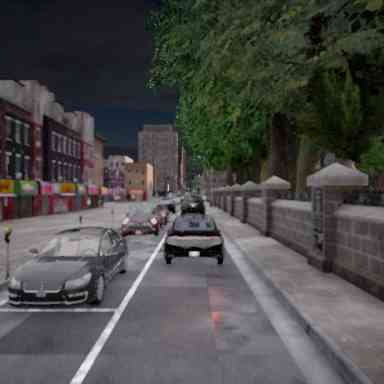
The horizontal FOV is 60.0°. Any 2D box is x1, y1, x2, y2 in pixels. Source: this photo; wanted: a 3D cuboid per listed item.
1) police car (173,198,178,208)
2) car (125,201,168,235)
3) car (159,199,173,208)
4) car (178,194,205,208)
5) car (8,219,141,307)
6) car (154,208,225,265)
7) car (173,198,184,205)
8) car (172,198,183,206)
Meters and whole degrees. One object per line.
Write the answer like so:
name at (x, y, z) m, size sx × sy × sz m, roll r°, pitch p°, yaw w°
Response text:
police car at (-2.752, 1.540, 36.871) m, size 1.930 × 1.638 × 5.238 m, roll 0°, pitch 0°, yaw 0°
car at (-2.649, 1.498, 18.570) m, size 1.967 × 1.590 × 4.097 m, roll 0°, pitch 0°, yaw 0°
car at (-2.648, 1.514, 23.841) m, size 1.967 × 1.590 × 4.097 m, roll 0°, pitch 0°, yaw 0°
car at (0.092, 1.320, 31.663) m, size 2.150 × 2.045 × 5.566 m, roll 0°, pitch 0°, yaw 0°
car at (-2.652, 1.576, 8.030) m, size 2.008 × 1.369 × 4.403 m, roll 0°, pitch 0°, yaw 0°
car at (0.076, 1.529, 11.803) m, size 2.128 × 1.511 × 4.902 m, roll 0°, pitch 0°, yaw 0°
car at (-2.641, 1.766, 64.123) m, size 1.947 × 1.339 × 4.313 m, roll 0°, pitch 0°, yaw 0°
car at (-2.641, 1.770, 60.460) m, size 1.802 × 1.307 × 4.206 m, roll 0°, pitch 0°, yaw 0°
